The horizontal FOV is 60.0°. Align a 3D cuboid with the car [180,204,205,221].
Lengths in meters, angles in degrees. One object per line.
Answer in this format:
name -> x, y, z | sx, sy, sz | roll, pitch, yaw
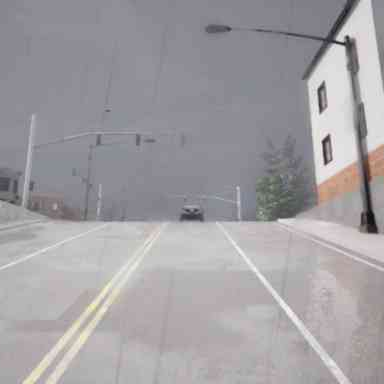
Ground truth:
car -> 0.019, 1.724, 26.504 | 2.033, 1.411, 5.357 | 0, -7, 0
